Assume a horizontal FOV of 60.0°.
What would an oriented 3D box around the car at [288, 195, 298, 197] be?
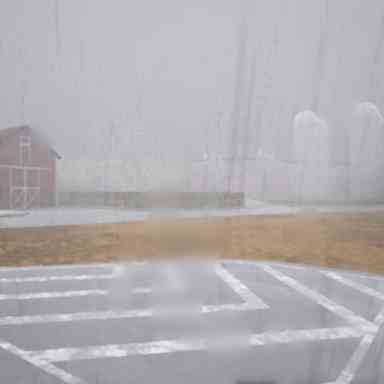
[{"bbox_3d":[27.090,1.531,88.965,2.242,1.667,4.611,0,0,35],"label":"car"}]
